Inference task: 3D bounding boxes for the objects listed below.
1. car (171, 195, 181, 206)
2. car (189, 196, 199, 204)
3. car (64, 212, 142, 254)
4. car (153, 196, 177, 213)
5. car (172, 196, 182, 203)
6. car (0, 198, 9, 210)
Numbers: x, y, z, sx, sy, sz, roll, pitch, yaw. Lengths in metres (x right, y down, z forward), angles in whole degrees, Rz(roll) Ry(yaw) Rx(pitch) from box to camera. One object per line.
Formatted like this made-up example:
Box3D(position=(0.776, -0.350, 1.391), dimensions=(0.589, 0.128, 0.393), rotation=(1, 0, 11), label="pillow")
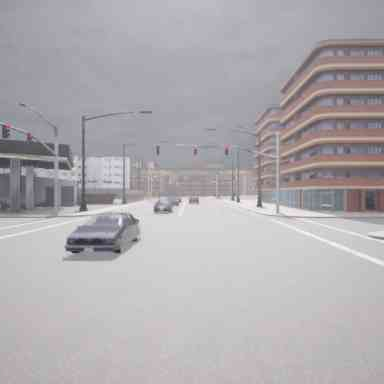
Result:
Box3D(position=(-3.180, 1.351, 53.496), dimensions=(2.097, 1.767, 4.553), rotation=(0, 0, 0), label="car")
Box3D(position=(0.346, 1.491, 63.754), dimensions=(2.128, 1.511, 4.902), rotation=(0, 0, 0), label="car")
Box3D(position=(-3.359, 1.548, 13.748), dimensions=(2.033, 1.411, 5.357), rotation=(0, 0, 2), label="car")
Box3D(position=(-3.081, 1.491, 36.243), dimensions=(2.128, 1.511, 4.902), rotation=(0, 0, 0), label="car")
Box3D(position=(-3.190, 1.601, 69.499), dimensions=(1.895, 1.301, 4.718), rotation=(0, 0, 0), label="car")
Box3D(position=(-23.943, 1.456, 39.446), dimensions=(3.806, 1.475, 1.970), rotation=(0, 0, 1), label="car")
